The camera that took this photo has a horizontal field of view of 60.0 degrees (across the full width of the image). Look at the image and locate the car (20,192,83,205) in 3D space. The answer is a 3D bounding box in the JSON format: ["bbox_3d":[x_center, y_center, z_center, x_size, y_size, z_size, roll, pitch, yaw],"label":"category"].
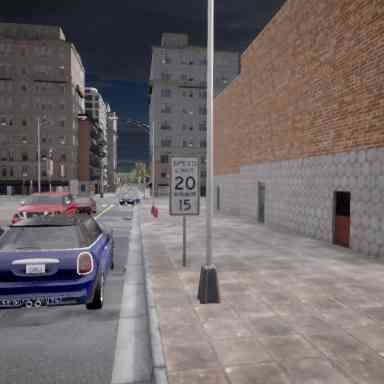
[{"bbox_3d":[-7.500,1.020,17.569,2.150,2.045,5.566,0,1,-10],"label":"car"}]

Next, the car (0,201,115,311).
[{"bbox_3d":[-2.966,1.278,7.665,2.097,1.767,4.553,0,1,-9],"label":"car"}]

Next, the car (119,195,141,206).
[{"bbox_3d":[-7.927,1.085,42.904,1.895,1.301,4.718,1,0,3],"label":"car"}]

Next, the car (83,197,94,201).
[{"bbox_3d":[-9.191,1.144,27.894,1.882,1.535,5.008,0,1,-9],"label":"car"}]
